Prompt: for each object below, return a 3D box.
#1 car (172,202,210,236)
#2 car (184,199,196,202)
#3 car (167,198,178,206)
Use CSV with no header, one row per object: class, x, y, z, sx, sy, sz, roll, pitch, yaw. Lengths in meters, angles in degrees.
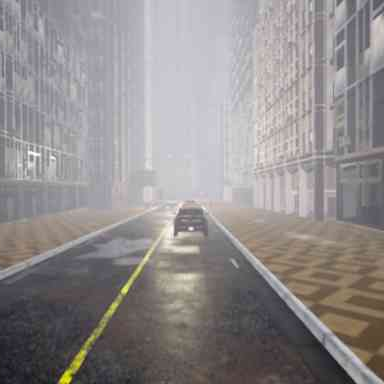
car,-0.061,1.567,18.920,1.837,1.490,4.892,0,0,0
car,-0.221,1.615,39.236,1.882,1.535,5.008,0,0,0
car,-3.483,1.766,59.783,1.812,1.442,4.674,0,0,0
